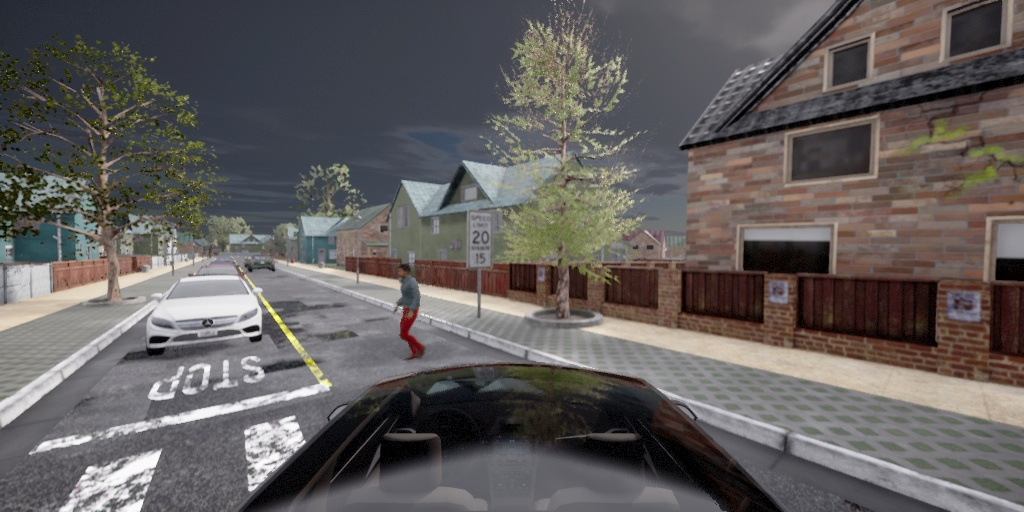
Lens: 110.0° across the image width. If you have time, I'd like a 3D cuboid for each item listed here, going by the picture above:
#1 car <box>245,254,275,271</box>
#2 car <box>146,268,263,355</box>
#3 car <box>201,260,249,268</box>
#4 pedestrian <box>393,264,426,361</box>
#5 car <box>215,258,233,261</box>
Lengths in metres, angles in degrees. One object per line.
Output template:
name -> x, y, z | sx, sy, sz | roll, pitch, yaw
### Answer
car -> -25.493, 0.639, 36.346 | 2.097, 1.767, 4.553 | -1, 1, -39
car -> -7.340, 1.196, 8.761 | 1.812, 1.442, 4.674 | -1, 1, -38
car -> -13.034, 1.099, 15.946 | 1.812, 1.442, 4.674 | -1, 1, -39
pedestrian -> -1.881, 0.983, 6.567 | 0.375, 1.860, 0.375 | -3, 4, -38
car -> -19.008, 1.035, 23.461 | 1.994, 1.385, 4.181 | -1, 1, -38
